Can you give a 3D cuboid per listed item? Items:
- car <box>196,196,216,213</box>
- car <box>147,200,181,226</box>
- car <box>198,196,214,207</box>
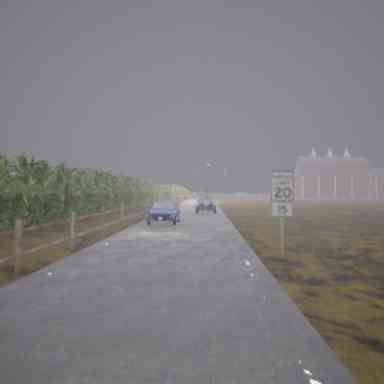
[{"bbox_3d":[1.502,1.254,35.307,2.097,1.767,4.553,1,0,3],"label":"car"},{"bbox_3d":[-1.837,1.321,22.907,1.882,1.535,5.008,1,0,2],"label":"car"},{"bbox_3d":[2.058,1.337,48.687,2.128,1.511,4.902,1,0,3],"label":"car"}]
